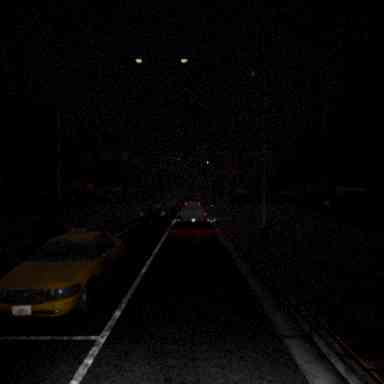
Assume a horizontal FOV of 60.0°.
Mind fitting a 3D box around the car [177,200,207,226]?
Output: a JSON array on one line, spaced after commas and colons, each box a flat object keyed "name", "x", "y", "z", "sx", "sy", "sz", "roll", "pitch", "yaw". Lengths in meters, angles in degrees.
[{"name": "car", "x": 0.091, "y": 1.559, "z": 23.320, "sx": 1.812, "sy": 1.442, "sz": 4.674, "roll": 0, "pitch": 0, "yaw": 0}]

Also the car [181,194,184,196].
[{"name": "car", "x": -2.703, "y": 1.789, "z": 78.125, "sx": 1.967, "sy": 1.590, "sz": 4.097, "roll": -2, "pitch": 0, "yaw": 0}]

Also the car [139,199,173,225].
[{"name": "car", "x": -2.673, "y": 1.477, "z": 24.111, "sx": 1.967, "sy": 1.590, "sz": 4.097, "roll": -2, "pitch": 0, "yaw": 0}]

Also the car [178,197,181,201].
[{"name": "car", "x": -2.679, "y": 1.658, "z": 40.454, "sx": 2.008, "sy": 1.369, "sz": 4.403, "roll": -2, "pitch": 0, "yaw": 0}]

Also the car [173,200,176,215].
[{"name": "car", "x": -2.670, "y": 1.639, "z": 29.553, "sx": 1.802, "sy": 1.307, "sz": 4.206, "roll": -1, "pitch": 0, "yaw": 0}]

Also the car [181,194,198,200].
[{"name": "car", "x": 0.077, "y": 1.458, "z": 40.513, "sx": 2.097, "sy": 1.767, "sz": 4.553, "roll": 0, "pitch": 0, "yaw": 0}]

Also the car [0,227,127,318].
[{"name": "car", "x": -2.661, "y": 1.527, "z": 7.599, "sx": 1.752, "sy": 1.417, "sz": 4.829, "roll": -1, "pitch": 0, "yaw": 0}]

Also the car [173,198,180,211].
[{"name": "car", "x": -2.676, "y": 1.631, "z": 35.005, "sx": 2.008, "sy": 1.369, "sz": 4.403, "roll": -2, "pitch": 0, "yaw": 0}]

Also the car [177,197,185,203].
[{"name": "car", "x": -2.703, "y": 1.909, "z": 83.492, "sx": 1.752, "sy": 1.417, "sz": 4.829, "roll": -2, "pitch": 0, "yaw": 0}]
